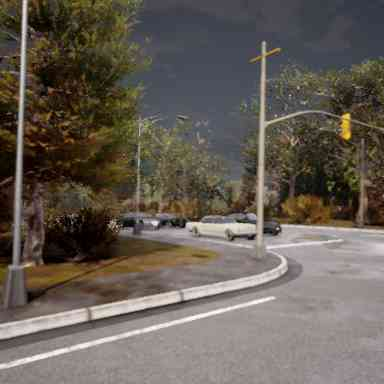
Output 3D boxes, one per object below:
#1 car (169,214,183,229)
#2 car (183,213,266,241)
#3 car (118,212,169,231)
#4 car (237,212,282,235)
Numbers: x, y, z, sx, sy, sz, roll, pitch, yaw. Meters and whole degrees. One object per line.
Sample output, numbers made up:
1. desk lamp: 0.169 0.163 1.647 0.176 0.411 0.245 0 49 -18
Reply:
1. car: -2.346 2.670 30.437 1.895 1.301 4.718 2 -5 -40
2. car: 1.769 2.088 19.637 1.895 1.301 4.718 2 -3 -37
3. car: -4.381 2.394 27.421 2.128 1.511 4.902 2 -4 -40
4. car: 3.809 2.118 22.722 1.882 1.535 5.008 2 -3 -37
